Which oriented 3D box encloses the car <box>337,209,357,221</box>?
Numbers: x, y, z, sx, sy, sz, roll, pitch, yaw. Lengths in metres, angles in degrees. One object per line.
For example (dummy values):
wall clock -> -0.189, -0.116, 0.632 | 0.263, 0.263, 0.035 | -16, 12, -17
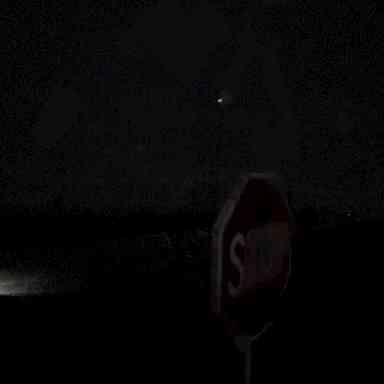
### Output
car -> 19.412, 2.849, 41.941 | 1.812, 1.442, 4.674 | 3, 0, 37
